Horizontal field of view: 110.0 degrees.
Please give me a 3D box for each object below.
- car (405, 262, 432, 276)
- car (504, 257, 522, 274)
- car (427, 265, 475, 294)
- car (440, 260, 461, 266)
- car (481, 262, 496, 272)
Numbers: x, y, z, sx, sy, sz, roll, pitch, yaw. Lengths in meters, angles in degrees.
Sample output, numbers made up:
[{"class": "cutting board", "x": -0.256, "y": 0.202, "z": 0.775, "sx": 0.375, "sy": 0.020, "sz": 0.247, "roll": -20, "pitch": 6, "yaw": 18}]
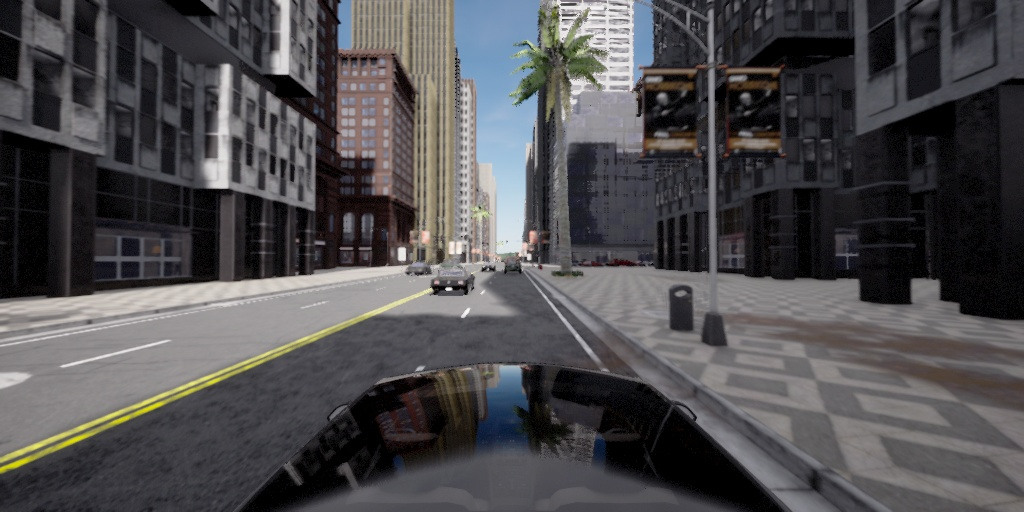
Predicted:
[{"class": "car", "x": -9.834, "y": 1.375, "z": 38.331, "sx": 2.033, "sy": 1.411, "sz": 5.357, "roll": 0, "pitch": 0, "yaw": 0}, {"class": "car", "x": 0.104, "y": 1.209, "z": 44.116, "sx": 2.097, "sy": 1.767, "sz": 4.553, "roll": 0, "pitch": 0, "yaw": 0}, {"class": "car", "x": -3.147, "y": 1.370, "z": 20.162, "sx": 1.895, "sy": 1.301, "sz": 4.718, "roll": 0, "pitch": 0, "yaw": 0}, {"class": "car", "x": -6.580, "y": 1.178, "z": 38.475, "sx": 2.097, "sy": 1.767, "sz": 4.553, "roll": 0, "pitch": 0, "yaw": 0}, {"class": "car", "x": -3.143, "y": 1.494, "z": 49.590, "sx": 1.895, "sy": 1.301, "sz": 4.718, "roll": 0, "pitch": 0, "yaw": 0}]
